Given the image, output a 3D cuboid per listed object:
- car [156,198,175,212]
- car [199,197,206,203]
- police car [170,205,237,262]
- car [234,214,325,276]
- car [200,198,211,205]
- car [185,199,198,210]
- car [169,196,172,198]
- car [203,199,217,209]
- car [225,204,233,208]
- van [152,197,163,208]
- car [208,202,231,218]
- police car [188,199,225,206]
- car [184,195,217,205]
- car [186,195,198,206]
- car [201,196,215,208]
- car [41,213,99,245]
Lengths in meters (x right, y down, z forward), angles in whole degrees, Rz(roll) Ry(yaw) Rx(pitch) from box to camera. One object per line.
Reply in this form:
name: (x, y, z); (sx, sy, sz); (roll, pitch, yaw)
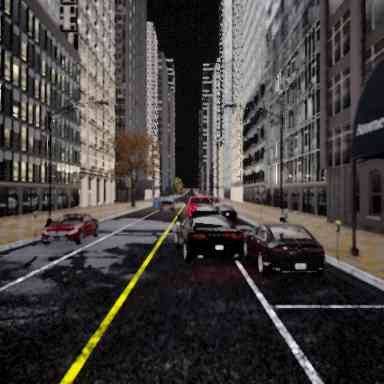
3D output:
car: (-3.096, 1.778, 42.018); (1.812, 1.442, 4.674); (0, -1, 0)
car: (2.674, 2.003, 84.655); (1.752, 1.417, 4.829); (0, 0, 0)
police car: (0.456, 1.504, 12.704); (1.930, 1.638, 5.238); (0, 0, -9)
car: (2.685, 1.616, 10.408); (2.008, 1.369, 4.403); (0, 0, 0)
car: (2.676, 1.936, 67.389); (1.887, 1.381, 4.507); (0, 0, 0)
car: (-0.001, 1.815, 48.686); (1.812, 1.442, 4.674); (0, 0, 0)
car: (-5.704, 1.942, 67.390); (2.008, 1.369, 4.403); (0, 0, 0)
car: (2.679, 1.843, 50.294); (1.887, 1.381, 4.507); (0, 0, 0)
car: (2.682, 1.735, 27.502); (1.947, 1.339, 4.313); (0, 0, 0)
van: (-5.704, 1.671, 55.998); (1.690, 1.788, 3.998); (0, 0, 0)
car: (2.682, 1.747, 33.200); (1.887, 1.381, 4.507); (0, 0, 0)
police car: (0.897, 1.566, 22.804); (1.930, 1.638, 5.238); (0, 0, 0)
car: (0.557, 1.398, 28.685); (2.150, 2.045, 5.566); (0, 0, -2)
car: (-0.009, 1.587, 63.221); (2.150, 2.045, 5.566); (0, 0, 0)
car: (2.677, 1.645, 55.995); (2.192, 1.841, 5.009); (0, 0, 0)
car: (-5.696, 1.682, 16.111); (1.802, 1.307, 4.206); (0, 0, 0)
